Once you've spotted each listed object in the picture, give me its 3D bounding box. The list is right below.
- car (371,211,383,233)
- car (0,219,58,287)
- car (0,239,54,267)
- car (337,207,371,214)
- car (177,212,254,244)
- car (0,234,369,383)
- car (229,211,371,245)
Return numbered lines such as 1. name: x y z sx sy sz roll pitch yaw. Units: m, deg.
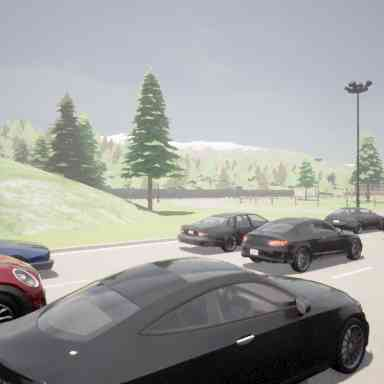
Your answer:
1. car: 11.117 1.492 16.137 4.902 1.511 2.128 0 0 -36
2. car: -6.246 1.547 7.879 5.357 1.411 2.033 0 0 -36
3. car: -4.584 1.352 4.760 4.553 1.767 2.097 0 0 -36
4. car: 9.471 1.564 19.265 4.181 1.385 1.994 0 0 -36
5. car: 1.990 1.547 13.845 5.357 1.411 2.033 0 0 -36
6. car: 0.202 1.526 3.909 4.674 1.442 1.812 0 0 -36
7. car: 3.608 1.526 10.709 4.674 1.442 1.812 0 0 -36
